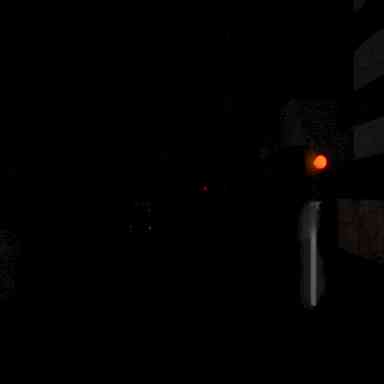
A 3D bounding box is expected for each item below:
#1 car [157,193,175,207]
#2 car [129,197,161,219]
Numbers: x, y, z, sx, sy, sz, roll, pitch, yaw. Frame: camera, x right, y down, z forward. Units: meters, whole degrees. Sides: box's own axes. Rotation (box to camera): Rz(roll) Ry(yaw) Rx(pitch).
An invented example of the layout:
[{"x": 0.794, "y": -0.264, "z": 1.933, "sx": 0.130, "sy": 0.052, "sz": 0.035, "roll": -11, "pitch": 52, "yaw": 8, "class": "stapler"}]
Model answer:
[{"x": -4.116, "y": 1.194, "z": 51.361, "sx": 2.150, "sy": 2.045, "sz": 5.566, "roll": 0, "pitch": 0, "yaw": 0, "class": "car"}, {"x": -4.204, "y": 1.461, "z": 29.434, "sx": 1.882, "sy": 1.535, "sz": 5.008, "roll": 0, "pitch": 0, "yaw": 2, "class": "car"}]
